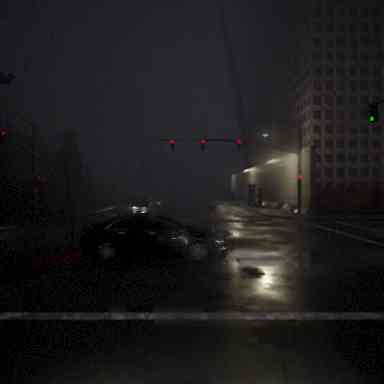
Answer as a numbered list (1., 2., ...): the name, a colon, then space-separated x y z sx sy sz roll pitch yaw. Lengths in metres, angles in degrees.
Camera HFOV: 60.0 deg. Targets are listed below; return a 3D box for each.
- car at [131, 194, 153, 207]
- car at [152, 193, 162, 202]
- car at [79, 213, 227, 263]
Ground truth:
1. car: -6.991 1.284 45.612 1.994 1.385 4.181 0 0 0
2. car: -6.901 0.969 62.521 2.097 1.767 4.553 0 0 1
3. car: -1.278 1.498 11.274 4.892 1.490 1.837 0 0 0
